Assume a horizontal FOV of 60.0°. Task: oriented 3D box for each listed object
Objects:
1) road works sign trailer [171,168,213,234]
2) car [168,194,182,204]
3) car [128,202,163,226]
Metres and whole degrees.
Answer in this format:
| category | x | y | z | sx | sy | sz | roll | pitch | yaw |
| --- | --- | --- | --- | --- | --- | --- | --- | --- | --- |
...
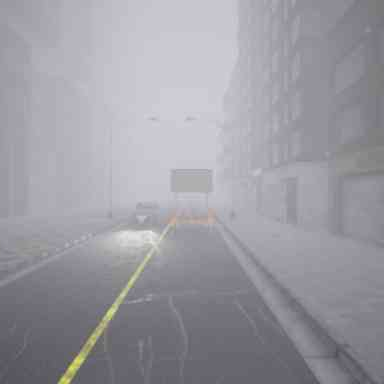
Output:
| category | x | y | z | sx | sy | sz | roll | pitch | yaw |
| --- | --- | --- | --- | --- | --- | --- | --- | --- | --- |
| road works sign trailer | -0.007 | 0.429 | 19.078 | 2.380 | 3.560 | 2.880 | 0 | 0 | 0 |
| car | -3.042 | 1.458 | 64.307 | 1.812 | 1.442 | 4.674 | 0 | 0 | 0 |
| car | -3.107 | 1.449 | 22.914 | 2.128 | 1.511 | 4.902 | 0 | 0 | 0 |
